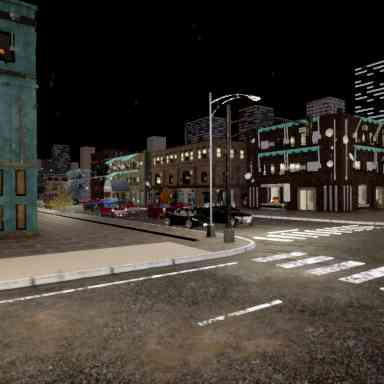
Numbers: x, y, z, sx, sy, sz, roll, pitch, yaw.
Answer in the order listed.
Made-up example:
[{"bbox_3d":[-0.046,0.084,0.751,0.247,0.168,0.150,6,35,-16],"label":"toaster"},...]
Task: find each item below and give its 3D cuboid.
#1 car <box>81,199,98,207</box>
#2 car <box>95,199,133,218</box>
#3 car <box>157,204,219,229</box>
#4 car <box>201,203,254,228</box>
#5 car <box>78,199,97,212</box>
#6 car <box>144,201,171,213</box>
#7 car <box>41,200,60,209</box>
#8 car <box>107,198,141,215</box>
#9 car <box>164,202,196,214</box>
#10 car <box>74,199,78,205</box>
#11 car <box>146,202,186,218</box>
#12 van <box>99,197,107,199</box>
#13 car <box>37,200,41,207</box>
[{"bbox_3d":[-20.666,2.228,67.120,1.887,1.381,4.507,-1,0,-35],"label":"car"},{"bbox_3d":[-8.304,1.846,35.175,1.967,1.590,4.097,-1,0,-35],"label":"car"},{"bbox_3d":[-0.377,1.815,23.783,1.947,1.339,4.313,-1,0,-35],"label":"car"},{"bbox_3d":[2.451,1.735,24.506,1.812,1.442,4.674,-1,0,-37],"label":"car"},{"bbox_3d":[-14.232,2.083,48.117,2.033,1.411,5.357,-1,0,-35],"label":"car"},{"bbox_3d":[-4.663,1.966,44.539,1.802,1.307,4.206,-2,0,-35],"label":"car"},{"bbox_3d":[-24.204,2.233,57.618,1.752,1.417,4.829,-1,0,-35],"label":"car"},{"bbox_3d":[-7.823,1.766,39.003,2.097,1.767,4.553,-1,0,-35],"label":"car"},{"bbox_3d":[-1.464,1.904,40.023,1.802,1.307,4.206,-2,0,-35],"label":"car"},{"bbox_3d":[-27.066,2.364,76.152,1.947,1.339,4.313,-1,0,-35],"label":"car"},{"bbox_3d":[-2.774,1.877,31.878,1.994,1.385,4.181,-1,0,-35],"label":"car"},{"bbox_3d":[-14.270,1.907,58.087,1.690,1.788,3.998,-1,0,-35],"label":"van"},{"bbox_3d":[-30.703,2.376,66.790,2.008,1.369,4.403,-1,0,-35],"label":"car"}]
